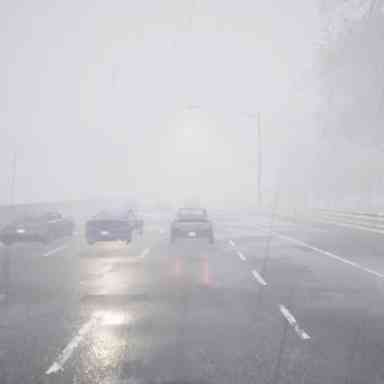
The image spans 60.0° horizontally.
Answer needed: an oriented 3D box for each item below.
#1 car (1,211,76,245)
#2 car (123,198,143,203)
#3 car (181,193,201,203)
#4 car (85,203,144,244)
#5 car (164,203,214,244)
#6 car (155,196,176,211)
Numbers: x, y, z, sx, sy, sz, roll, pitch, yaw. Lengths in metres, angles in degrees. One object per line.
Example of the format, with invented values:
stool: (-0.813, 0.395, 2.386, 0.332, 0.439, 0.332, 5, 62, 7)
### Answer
car: (-6.996, 1.573, 15.614, 1.994, 1.385, 4.181, 0, 0, 0)
car: (-6.990, 1.530, 38.917, 1.837, 1.490, 4.892, 0, 0, 0)
car: (0.014, 1.377, 41.336, 2.097, 1.767, 4.553, 0, 0, 0)
car: (-3.498, 1.487, 15.792, 1.882, 1.535, 5.008, 0, 0, 0)
car: (0.005, 1.501, 15.930, 2.128, 1.511, 4.902, 0, 0, 0)
car: (-3.488, 1.572, 41.291, 2.033, 1.411, 5.357, 0, 0, 0)
